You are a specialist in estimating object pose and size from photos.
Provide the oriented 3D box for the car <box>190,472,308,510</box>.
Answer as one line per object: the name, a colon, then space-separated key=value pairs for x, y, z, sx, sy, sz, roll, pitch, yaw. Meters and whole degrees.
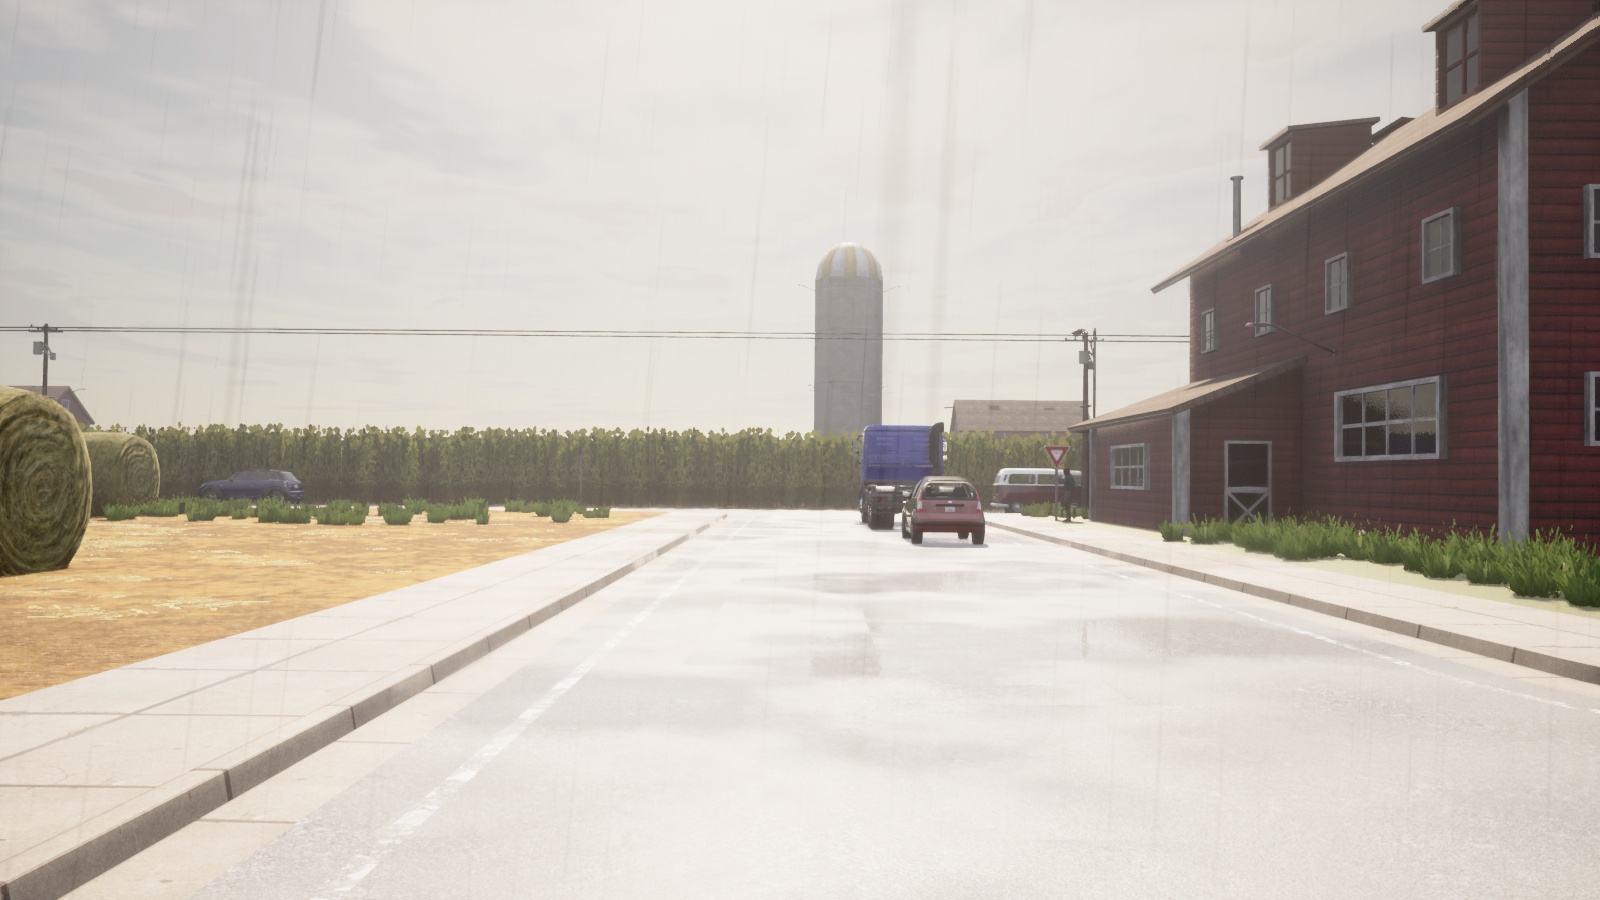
car: x=-25.664 y=1.900 z=58.585 sx=4.553 sy=1.767 sz=2.097 roll=0 pitch=-1 yaw=1

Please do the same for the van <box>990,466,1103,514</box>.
van: x=10.662 y=1.743 z=54.545 sx=4.480 sy=2.038 sz=2.069 roll=0 pitch=-1 yaw=1

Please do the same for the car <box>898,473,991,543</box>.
car: x=3.507 y=1.387 z=31.174 sx=1.851 sy=1.617 sz=3.988 roll=0 pitch=-1 yaw=0

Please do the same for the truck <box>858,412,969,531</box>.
truck: x=3.507 y=0.709 z=40.789 sx=2.891 sy=3.462 sz=7.936 roll=0 pitch=-1 yaw=0

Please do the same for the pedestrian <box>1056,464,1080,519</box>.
pedestrian: x=8.916 y=1.383 z=41.785 sx=0.726 sy=1.835 sz=0.370 roll=0 pitch=-1 yaw=1
